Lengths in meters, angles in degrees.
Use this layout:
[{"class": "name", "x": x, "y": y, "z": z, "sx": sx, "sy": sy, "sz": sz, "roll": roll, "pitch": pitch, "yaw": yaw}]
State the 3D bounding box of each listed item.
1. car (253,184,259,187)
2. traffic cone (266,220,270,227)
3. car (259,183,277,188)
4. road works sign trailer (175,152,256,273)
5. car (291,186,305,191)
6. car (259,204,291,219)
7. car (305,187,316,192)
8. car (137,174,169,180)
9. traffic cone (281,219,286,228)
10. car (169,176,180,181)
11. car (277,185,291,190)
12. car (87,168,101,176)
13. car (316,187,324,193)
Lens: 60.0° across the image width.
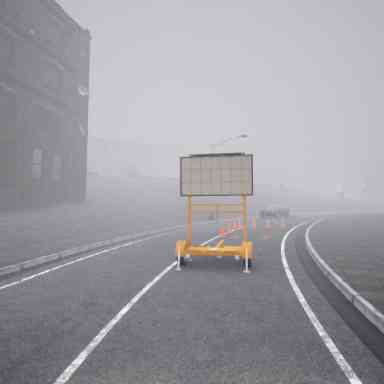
[{"class": "car", "x": 11.078, "y": -1.501, "z": 69.387, "sx": 4.553, "sy": 1.767, "sz": 2.185, "roll": 3, "pitch": -6, "yaw": -36}, {"class": "traffic cone", "x": 5.299, "y": 2.165, "z": 23.152, "sx": 0.340, "sy": 0.580, "sz": 0.340, "roll": -2, "pitch": -1, "yaw": 17}, {"class": "car", "x": 15.604, "y": -1.074, "z": 72.875, "sx": 4.792, "sy": 1.488, "sz": 2.163, "roll": 3, "pitch": -6, "yaw": -38}, {"class": "road works sign trailer", "x": 0.841, "y": 0.530, "z": 11.035, "sx": 2.380, "sy": 3.560, "sz": 2.880, "roll": -1, "pitch": -1, "yaw": 12}, {"class": "car", "x": 24.047, "y": -0.560, "z": 79.814, "sx": 4.892, "sy": 1.521, "sz": 2.231, "roll": 4, "pitch": -6, "yaw": -40}, {"class": "car", "x": 8.822, "y": 2.001, "z": 35.158, "sx": 1.882, "sy": 1.535, "sz": 5.008, "roll": -4, "pitch": -3, "yaw": 37}, {"class": "car", "x": 28.275, "y": -0.376, "z": 83.539, "sx": 4.553, "sy": 1.767, "sz": 2.185, "roll": 4, "pitch": -6, "yaw": -41}, {"class": "car", "x": -7.134, "y": -2.324, "z": 56.832, "sx": 4.892, "sy": 1.521, "sz": 2.231, "roll": 2, "pitch": -5, "yaw": -33}, {"class": "traffic cone", "x": 6.253, "y": 2.136, "z": 22.862, "sx": 0.340, "sy": 0.580, "sz": 0.340, "roll": -2, "pitch": -1, "yaw": 17}, {"class": "car", "x": -2.500, "y": -2.114, "z": 59.824, "sx": 4.892, "sy": 1.521, "sz": 2.231, "roll": 3, "pitch": -5, "yaw": -33}, {"class": "car", "x": 19.901, "y": -0.794, "z": 76.328, "sx": 4.674, "sy": 1.452, "sz": 2.002, "roll": 4, "pitch": -6, "yaw": -39}, {"class": "car", "x": -16.329, "y": -2.840, "z": 50.923, "sx": 4.553, "sy": 1.767, "sz": 2.185, "roll": 2, "pitch": -5, "yaw": -33}, {"class": "car", "x": 32.415, "y": -0.165, "z": 87.321, "sx": 5.566, "sy": 2.045, "sz": 2.435, "roll": 5, "pitch": -6, "yaw": -42}]
